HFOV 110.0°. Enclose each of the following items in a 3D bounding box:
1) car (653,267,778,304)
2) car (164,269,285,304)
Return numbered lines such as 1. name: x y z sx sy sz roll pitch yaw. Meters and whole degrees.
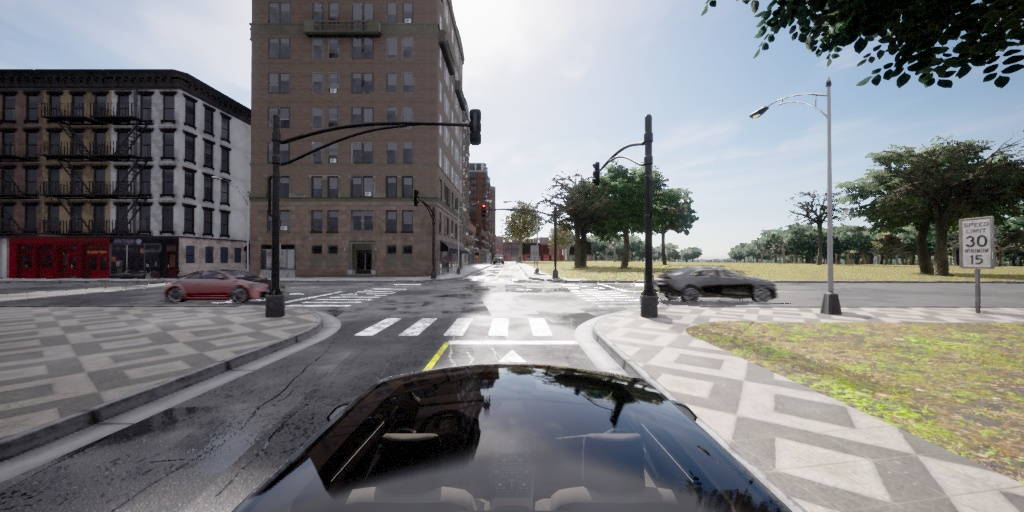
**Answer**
1. car: 8.643 1.205 15.418 4.902 1.511 2.128 0 -1 0
2. car: -12.225 1.269 15.426 4.181 1.385 1.994 0 -1 0
